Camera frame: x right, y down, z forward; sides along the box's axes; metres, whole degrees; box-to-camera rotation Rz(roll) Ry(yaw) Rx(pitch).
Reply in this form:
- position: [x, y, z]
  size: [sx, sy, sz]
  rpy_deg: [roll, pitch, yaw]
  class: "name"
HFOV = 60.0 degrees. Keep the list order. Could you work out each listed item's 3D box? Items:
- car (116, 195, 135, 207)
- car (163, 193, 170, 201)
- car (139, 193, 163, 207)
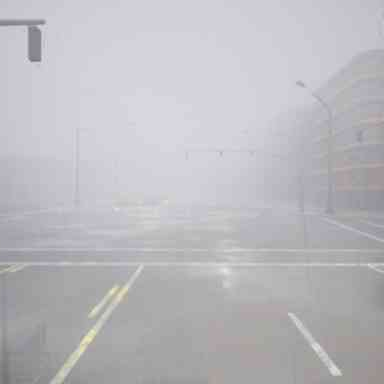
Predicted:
- position: [-9.153, 1.206, 46.102]
  size: [1.882, 1.535, 5.008]
  rpy_deg: [0, 1, 1]
  class: "car"
- position: [-5.295, 0.939, 63.410]
  size: [1.837, 1.490, 4.892]
  rpy_deg: [0, 1, 1]
  class: "car"
- position: [-5.648, 1.241, 46.383]
  size: [1.837, 1.490, 4.892]
  rpy_deg: [0, 1, 1]
  class: "car"
